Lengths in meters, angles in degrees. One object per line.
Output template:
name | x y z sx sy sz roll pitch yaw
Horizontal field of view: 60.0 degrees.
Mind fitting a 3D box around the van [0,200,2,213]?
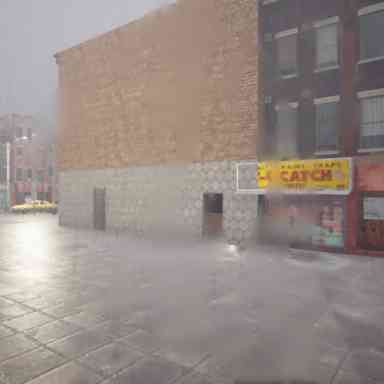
van | -19.760 1.332 30.580 1.690 1.788 3.998 0 0 36

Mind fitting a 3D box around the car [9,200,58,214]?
car | -16.588 1.512 35.003 1.752 1.417 4.829 0 0 36
